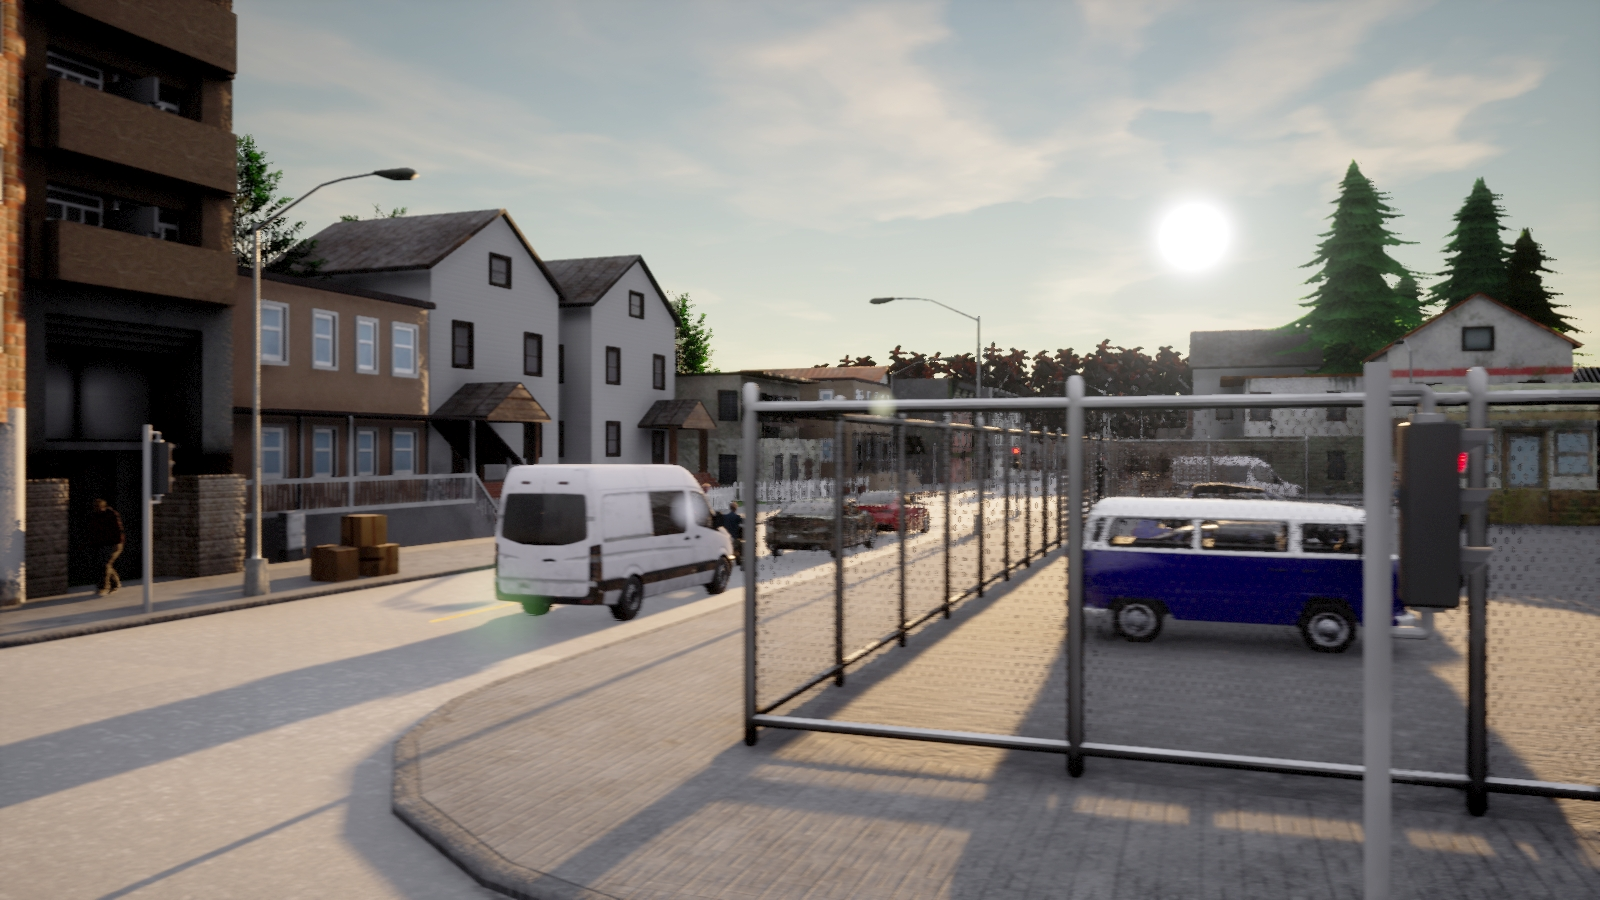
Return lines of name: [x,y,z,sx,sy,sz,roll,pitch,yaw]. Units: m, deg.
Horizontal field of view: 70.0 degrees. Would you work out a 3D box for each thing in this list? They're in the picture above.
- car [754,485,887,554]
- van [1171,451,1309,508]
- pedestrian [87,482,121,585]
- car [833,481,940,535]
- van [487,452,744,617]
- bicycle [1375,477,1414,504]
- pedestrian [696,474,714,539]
car: [0.669,1.814,31.132,2.097,1.535,5.006,0,0,20]
van: [20.453,1.315,53.311,5.915,2.561,1.988,0,0,20]
pedestrian: [-12.694,1.516,20.839,0.375,1.860,0.375,0,0,9]
car: [2.913,1.841,37.324,2.231,1.480,4.892,0,0,20]
van: [-3.080,1.313,20.792,1.988,2.561,5.915,0,0,20]
bicycle: [28.445,1.936,54.685,1.643,1.296,0.373,0,0,20]
pedestrian: [-2.748,1.628,32.952,0.375,1.860,0.375,0,0,30]
